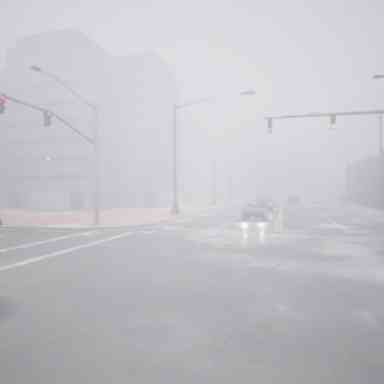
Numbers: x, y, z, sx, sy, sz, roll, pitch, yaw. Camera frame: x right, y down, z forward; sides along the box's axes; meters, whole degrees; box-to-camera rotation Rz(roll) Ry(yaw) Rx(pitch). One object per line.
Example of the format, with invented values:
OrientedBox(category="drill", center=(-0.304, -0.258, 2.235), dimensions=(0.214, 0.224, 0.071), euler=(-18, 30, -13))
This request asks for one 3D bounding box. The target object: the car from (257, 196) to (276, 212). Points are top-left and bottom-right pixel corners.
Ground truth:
OrientedBox(category="car", center=(7.854, 1.228, 36.596), dimensions=(2.097, 1.767, 4.553), euler=(-1, 0, 16))

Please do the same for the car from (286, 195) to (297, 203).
OrientedBox(category="car", center=(19.213, 1.251, 64.339), dimensions=(1.812, 1.442, 4.674), euler=(-1, 0, 15))

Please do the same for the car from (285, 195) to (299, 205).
OrientedBox(category="car", center=(16.498, 1.270, 54.500), dimensions=(1.837, 1.490, 4.892), euler=(-1, 0, 15))

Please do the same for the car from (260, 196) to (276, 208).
OrientedBox(category="car", center=(10.655, 1.313, 46.486), dimensions=(1.882, 1.535, 5.008), euler=(-1, 0, 15))

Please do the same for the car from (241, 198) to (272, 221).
OrientedBox(category="car", center=(5.093, 1.463, 26.695), dimensions=(2.033, 1.411, 5.357), euler=(-1, 0, 16))
